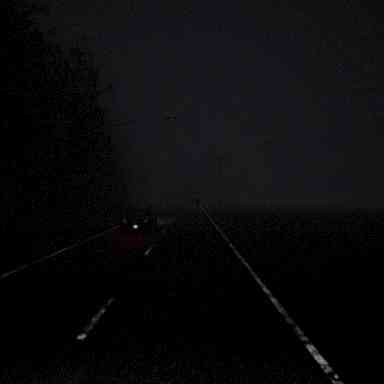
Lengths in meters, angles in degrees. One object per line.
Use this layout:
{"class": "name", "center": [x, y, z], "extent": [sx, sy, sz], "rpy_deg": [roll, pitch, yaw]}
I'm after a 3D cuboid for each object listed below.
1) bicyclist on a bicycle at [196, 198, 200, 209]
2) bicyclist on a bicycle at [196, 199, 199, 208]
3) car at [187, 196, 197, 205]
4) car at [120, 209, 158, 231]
{"class": "bicyclist on a bicycle", "center": [0.957, 1.851, 51.511], "extent": [0.659, 1.776, 1.843], "rpy_deg": [0, 0, 0]}
{"class": "bicyclist on a bicycle", "center": [0.954, 2.015, 60.295], "extent": [0.582, 1.620, 1.656], "rpy_deg": [0, -1, 0]}
{"class": "car", "center": [-0.010, 1.938, 76.419], "extent": [2.150, 2.045, 5.566], "rpy_deg": [0, -1, 0]}
{"class": "car", "center": [-3.403, 1.809, 22.272], "extent": [1.895, 1.301, 4.718], "rpy_deg": [0, -1, 0]}
